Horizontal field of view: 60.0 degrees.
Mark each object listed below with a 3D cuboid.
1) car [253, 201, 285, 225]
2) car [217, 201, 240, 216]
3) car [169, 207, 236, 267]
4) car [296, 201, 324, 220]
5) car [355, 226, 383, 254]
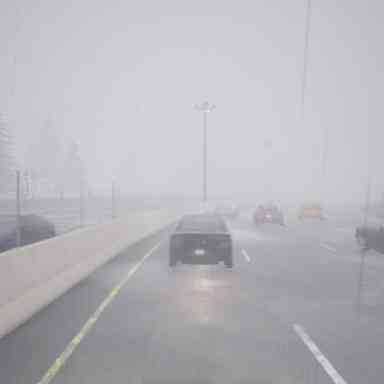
[{"bbox_3d":[5.464,1.574,24.024,1.994,1.385,4.181,0,0,10],"label":"car"},{"bbox_3d":[3.140,1.538,29.718,1.812,1.442,4.674,0,0,14],"label":"car"},{"bbox_3d":[0.358,1.482,11.475,1.882,1.535,5.008,0,0,3],"label":"car"},{"bbox_3d":[10.071,1.490,28.610,1.882,1.535,5.008,0,0,14],"label":"car"},{"bbox_3d":[7.314,1.606,11.120,1.895,1.301,4.718,0,0,3],"label":"car"}]
